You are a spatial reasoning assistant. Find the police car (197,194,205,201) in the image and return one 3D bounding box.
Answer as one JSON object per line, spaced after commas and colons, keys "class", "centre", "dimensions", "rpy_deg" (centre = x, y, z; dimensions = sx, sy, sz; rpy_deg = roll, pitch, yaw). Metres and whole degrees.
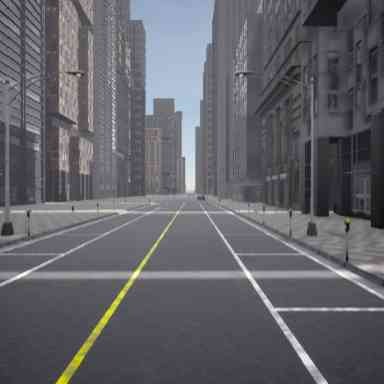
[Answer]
{"class": "police car", "centre": [2.366, 1.457, 85.669], "dimensions": [1.930, 1.638, 5.238], "rpy_deg": [0, 0, 0]}
